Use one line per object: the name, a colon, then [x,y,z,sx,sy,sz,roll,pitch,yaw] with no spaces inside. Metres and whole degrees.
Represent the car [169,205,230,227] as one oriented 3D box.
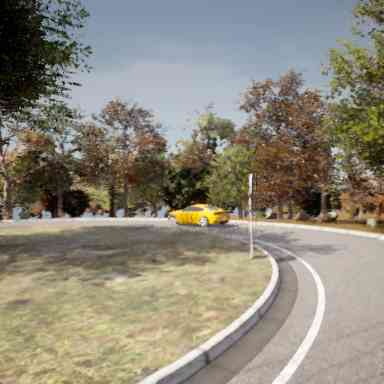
car: [0.411,1.676,24.389,5.008,1.535,1.882,-1,-1,43]
